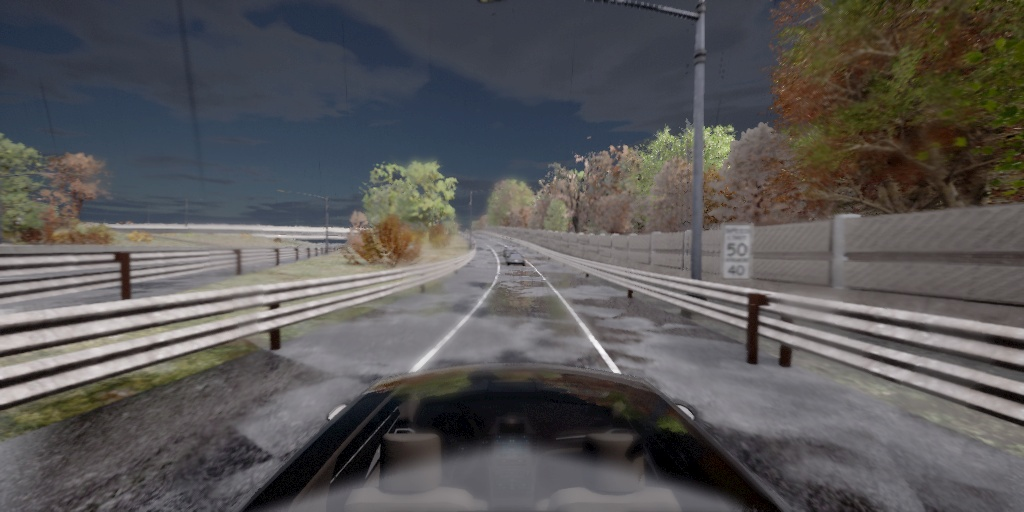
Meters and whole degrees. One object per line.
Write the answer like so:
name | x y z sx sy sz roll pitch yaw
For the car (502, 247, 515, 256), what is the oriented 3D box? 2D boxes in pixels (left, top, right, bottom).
car | -0.334 -0.573 50.063 2.128 1.511 4.902 1 5 -5

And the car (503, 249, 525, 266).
car | 0.340 0.318 38.747 1.994 1.385 4.181 1 3 -3
